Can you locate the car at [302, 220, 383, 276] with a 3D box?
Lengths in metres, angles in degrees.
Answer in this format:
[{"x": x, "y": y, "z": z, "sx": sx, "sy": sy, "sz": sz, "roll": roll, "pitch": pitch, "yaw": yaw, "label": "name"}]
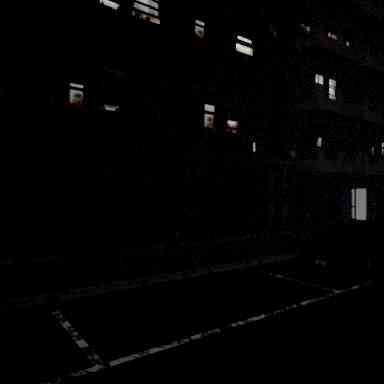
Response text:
[{"x": 5.279, "y": 1.565, "z": 10.320, "sx": 4.313, "sy": 1.339, "sz": 1.947, "roll": 0, "pitch": 0, "yaw": -35, "label": "car"}]
